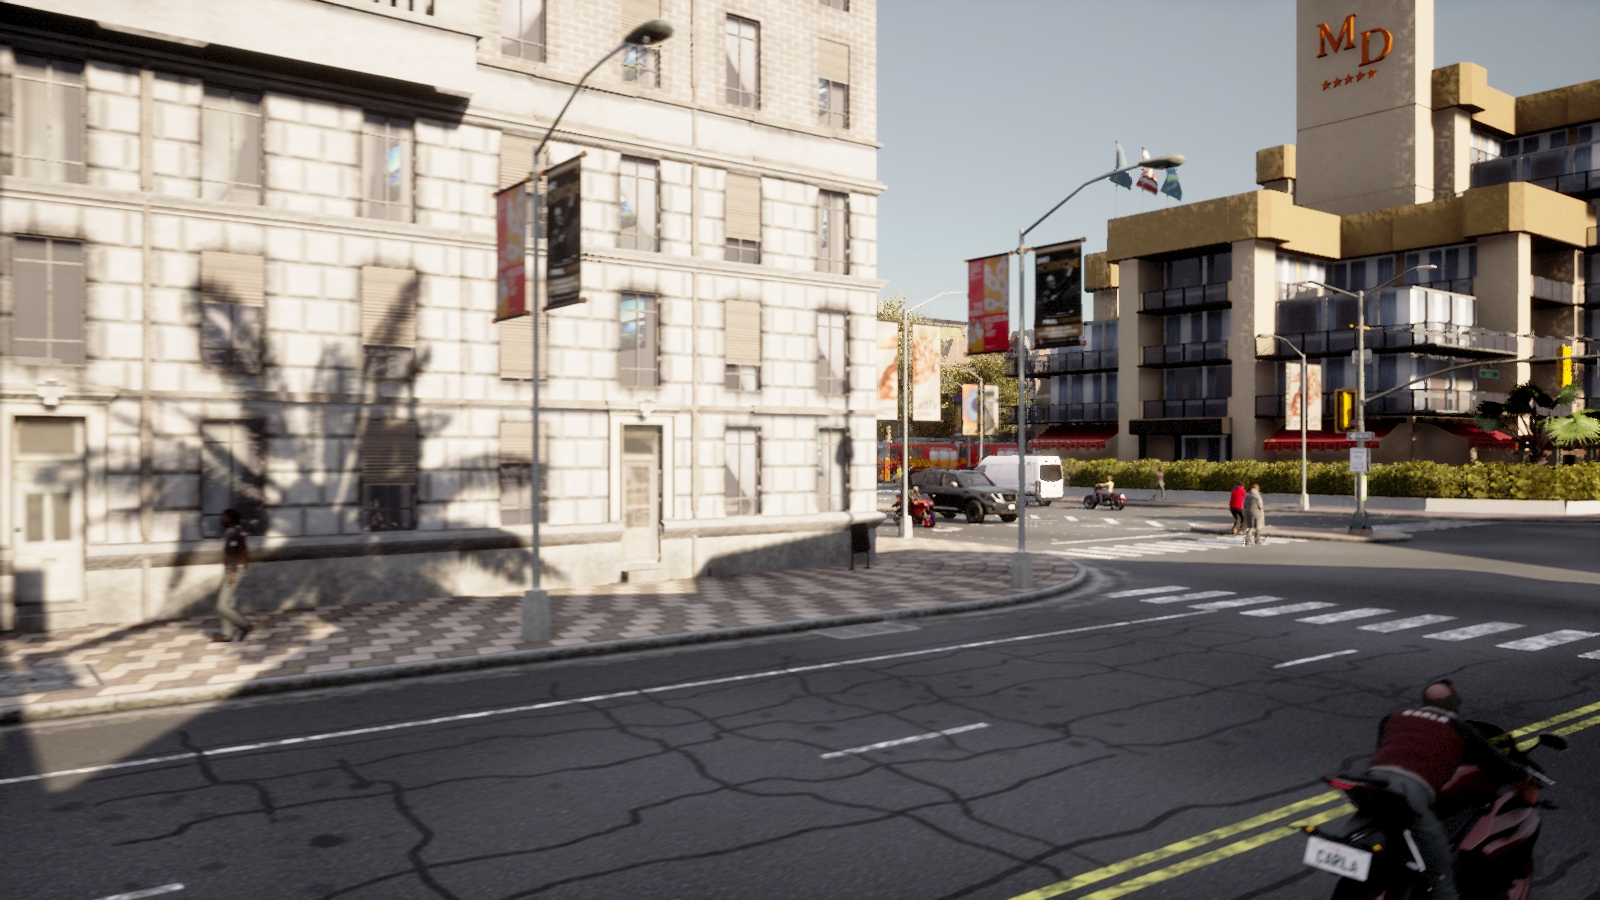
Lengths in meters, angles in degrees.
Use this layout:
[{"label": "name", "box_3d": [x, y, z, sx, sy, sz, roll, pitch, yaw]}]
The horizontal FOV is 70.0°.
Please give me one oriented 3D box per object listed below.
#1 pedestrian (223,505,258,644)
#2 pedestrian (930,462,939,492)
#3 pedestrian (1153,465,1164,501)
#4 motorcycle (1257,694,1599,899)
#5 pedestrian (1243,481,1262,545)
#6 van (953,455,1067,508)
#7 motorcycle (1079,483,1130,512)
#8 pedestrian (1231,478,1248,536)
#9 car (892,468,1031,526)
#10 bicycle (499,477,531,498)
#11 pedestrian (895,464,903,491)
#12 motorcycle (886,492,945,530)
[{"label": "pedestrian", "box_3d": [-7.709, 1.703, 15.745, 0.375, 1.860, 0.375, 0, 0, -16]}, {"label": "pedestrian", "box_3d": [8.594, 1.718, 72.955, 0.375, 1.860, 0.375, 0, 0, -28]}, {"label": "pedestrian", "box_3d": [18.687, 1.711, 59.558, 0.375, 1.860, 0.375, 0, 0, -39]}, {"label": "motorcycle", "box_3d": [3.589, 2.206, 6.411, 2.209, 1.251, 0.867, 0, 0, -36]}, {"label": "pedestrian", "box_3d": [13.347, 1.857, 33.703, 0.375, 1.860, 0.375, 0, 0, -38]}, {"label": "van", "box_3d": [10.612, 1.550, 58.239, 1.988, 2.561, 5.915, 0, 0, -37]}, {"label": "motorcycle", "box_3d": [14.160, 2.183, 53.195, 0.764, 1.277, 2.356, 0, 0, -35]}, {"label": "pedestrian", "box_3d": [14.395, 1.857, 37.447, 0.375, 1.860, 0.375, 0, 0, -38]}, {"label": "car", "box_3d": [6.301, 1.792, 45.265, 2.150, 2.045, 5.566, 0, 0, -36]}, {"label": "bicycle", "box_3d": [-16.921, 2.235, 67.834, 1.835, 1.171, 0.329, 0, 0, -37]}, {"label": "pedestrian", "box_3d": [6.771, 1.872, 77.979, 0.375, 1.860, 0.375, 0, 0, 45]}, {"label": "motorcycle", "box_3d": [4.196, 2.217, 41.769, 0.867, 1.251, 2.209, 0, 0, -37]}]
